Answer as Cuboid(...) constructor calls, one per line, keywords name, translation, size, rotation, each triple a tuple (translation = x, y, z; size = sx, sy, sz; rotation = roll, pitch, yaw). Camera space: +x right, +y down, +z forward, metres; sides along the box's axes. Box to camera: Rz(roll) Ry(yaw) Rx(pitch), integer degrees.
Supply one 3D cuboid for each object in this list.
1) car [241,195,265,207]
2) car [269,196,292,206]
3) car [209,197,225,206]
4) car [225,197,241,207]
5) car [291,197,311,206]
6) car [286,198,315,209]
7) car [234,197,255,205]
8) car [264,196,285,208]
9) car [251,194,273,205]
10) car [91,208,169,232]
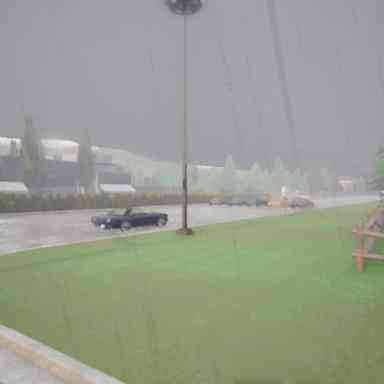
Cuboid(name="car", translation=(9.882, 1.488, 50.025), size=(2.128, 1.511, 4.902), rotation=(0, 0, 37))
Cuboid(name="car", translation=(15.376, 1.488, 57.560), size=(2.128, 1.511, 4.902), rotation=(0, 0, 36))
Cuboid(name="car", translation=(4.588, 1.559, 54.634), size=(1.994, 1.385, 4.181), rotation=(0, 0, 37))
Cuboid(name="car", translation=(7.489, 1.560, 52.661), size=(1.994, 1.385, 4.181), rotation=(0, 0, 37))
Cuboid(name="car", translation=(18.209, 1.598, 55.505), size=(1.895, 1.301, 4.718), rotation=(0, 0, 36))
Cuboid(name="car", translation=(15.029, 1.545, 45.220), size=(2.033, 1.411, 5.357), rotation=(0, 0, 37))
Cuboid(name="car", translation=(9.763, 1.596, 61.742), size=(1.895, 1.301, 4.718), rotation=(0, 0, 36))
Cuboid(name="car", translation=(12.675, 1.474, 47.918), size=(1.882, 1.535, 5.008), rotation=(0, 0, 37))
Cuboid(name="car", translation=(12.542, 1.348, 59.615), size=(2.097, 1.767, 4.553), rotation=(0, 0, 36))
Cuboid(name="car", translation=(-3.587, 1.598, 20.199), size=(1.895, 1.301, 4.718), rotation=(0, 0, 39))
